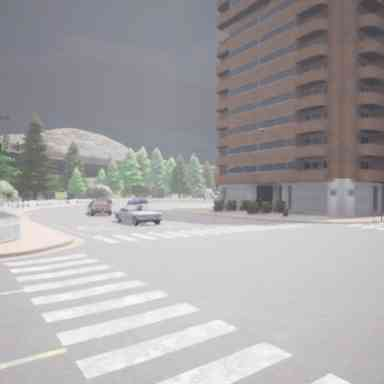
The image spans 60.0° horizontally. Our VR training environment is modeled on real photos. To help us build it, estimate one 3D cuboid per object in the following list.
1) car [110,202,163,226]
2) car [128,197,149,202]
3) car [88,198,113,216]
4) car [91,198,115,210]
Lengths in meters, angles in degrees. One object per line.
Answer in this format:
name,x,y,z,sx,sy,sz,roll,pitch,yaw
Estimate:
car,-3.910,1.618,23.878,1.895,1.301,4.718,1,0,-34
car,-9.438,1.653,58.918,1.812,1.442,4.674,0,0,24
car,-9.064,1.538,32.495,1.812,1.442,4.674,1,0,-24
car,-12.062,1.549,45.322,1.837,1.490,4.892,1,0,0
